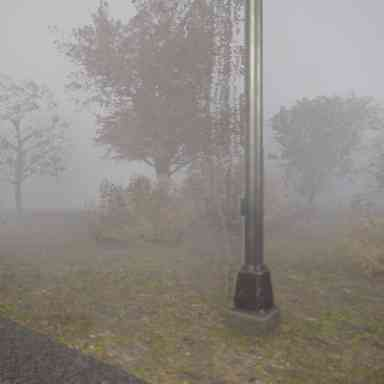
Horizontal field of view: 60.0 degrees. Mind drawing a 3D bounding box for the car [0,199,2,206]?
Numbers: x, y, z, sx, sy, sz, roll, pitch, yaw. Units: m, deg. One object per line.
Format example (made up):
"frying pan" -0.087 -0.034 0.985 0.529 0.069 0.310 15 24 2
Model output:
"car" -28.752 1.421 44.834 2.150 2.045 5.566 0 1 36
